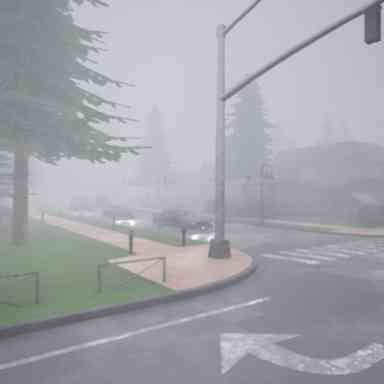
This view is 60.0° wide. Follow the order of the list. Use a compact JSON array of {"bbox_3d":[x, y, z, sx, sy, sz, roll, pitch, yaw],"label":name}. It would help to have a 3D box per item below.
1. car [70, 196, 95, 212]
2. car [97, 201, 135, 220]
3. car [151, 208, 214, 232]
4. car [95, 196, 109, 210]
[{"bbox_3d":[-14.646,1.514,43.595,2.150,2.045,5.566,1,0,-28],"label":"car"},{"bbox_3d":[-7.035,1.854,31.501,1.994,1.385,4.181,1,0,-35],"label":"car"},{"bbox_3d":[-0.819,1.837,22.619,2.033,1.411,5.357,1,0,-35],"label":"car"},{"bbox_3d":[-13.875,1.565,50.075,2.150,2.045,5.566,1,0,-26],"label":"car"}]
